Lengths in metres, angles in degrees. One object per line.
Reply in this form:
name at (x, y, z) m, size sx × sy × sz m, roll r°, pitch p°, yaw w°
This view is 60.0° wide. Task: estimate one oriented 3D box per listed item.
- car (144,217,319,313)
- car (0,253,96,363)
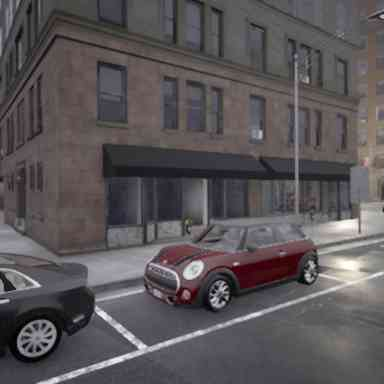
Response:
car at (0.963, 1.360, 7.452) m, size 4.097 × 1.590 × 1.967 m, roll -1°, pitch 1°, yaw -36°
car at (-3.503, 1.559, 4.258) m, size 4.403 × 1.369 × 2.008 m, roll -1°, pitch 1°, yaw -36°
